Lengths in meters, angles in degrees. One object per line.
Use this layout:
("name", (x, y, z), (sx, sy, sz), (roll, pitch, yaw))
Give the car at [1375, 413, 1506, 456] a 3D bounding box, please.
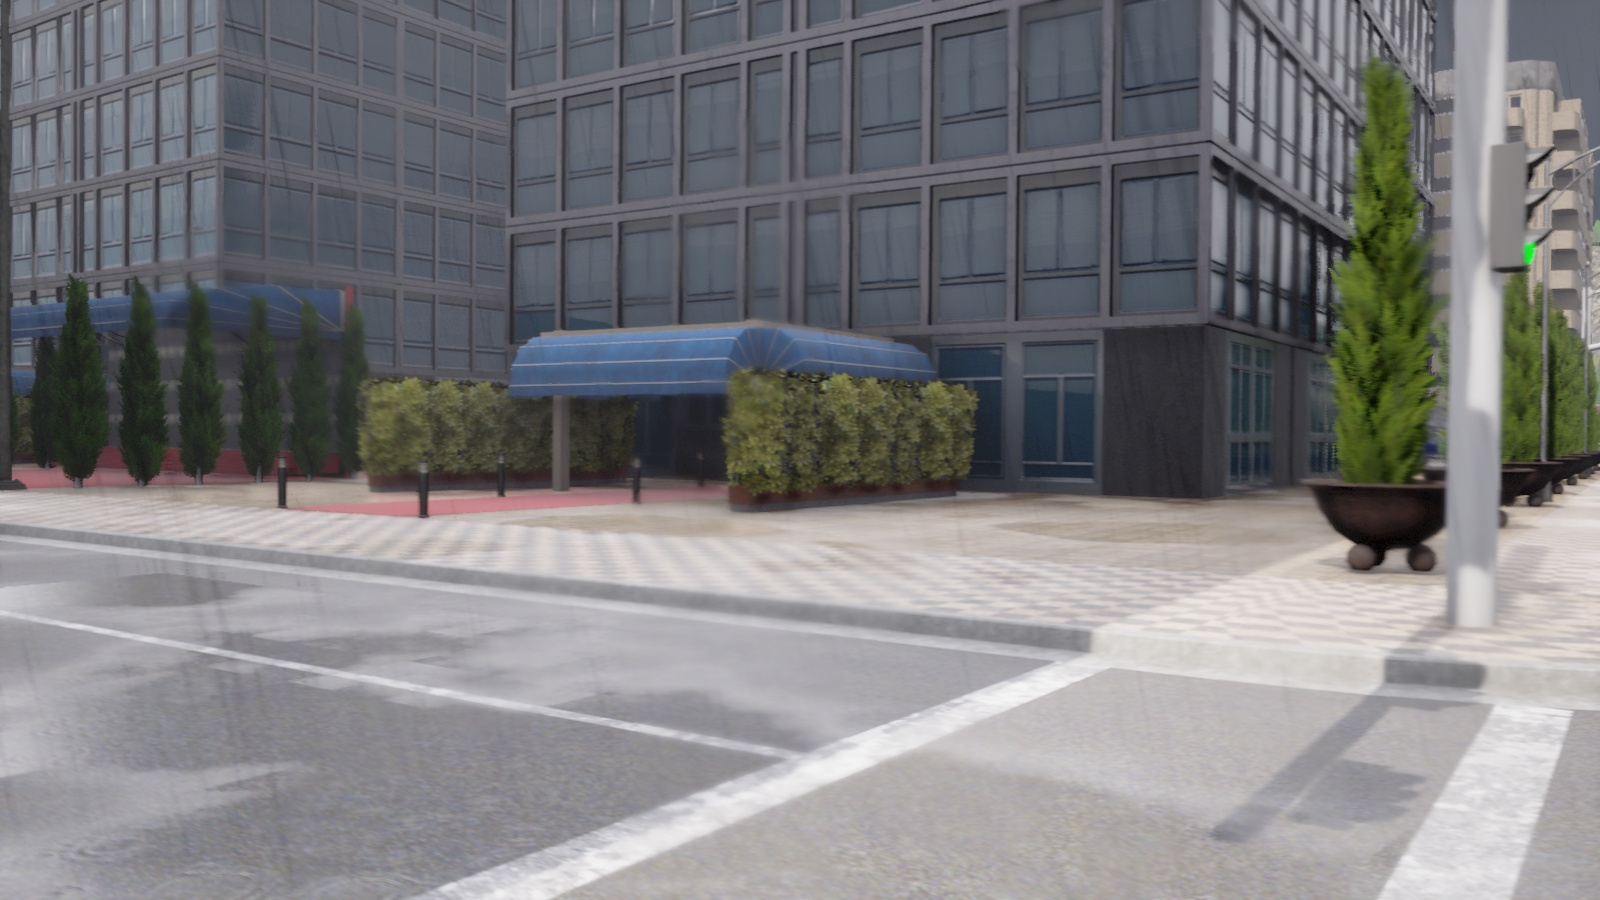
("car", (31.674, -0.741, 62.160), (5.566, 2.045, 2.150), (0, 1, 34))
